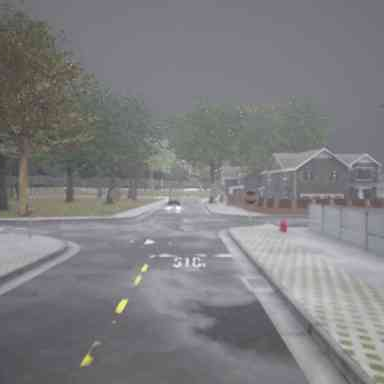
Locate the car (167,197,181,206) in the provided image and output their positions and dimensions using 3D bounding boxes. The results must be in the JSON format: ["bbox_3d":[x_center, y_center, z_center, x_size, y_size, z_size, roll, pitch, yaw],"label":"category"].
[{"bbox_3d":[-2.742,1.474,50.913,1.895,1.301,4.718,0,0,0],"label":"car"}]
